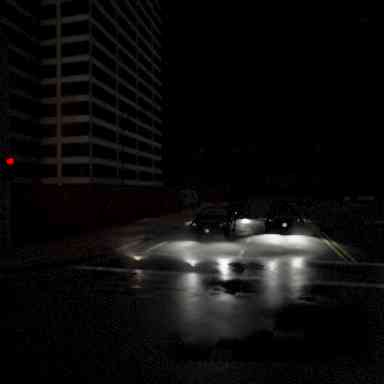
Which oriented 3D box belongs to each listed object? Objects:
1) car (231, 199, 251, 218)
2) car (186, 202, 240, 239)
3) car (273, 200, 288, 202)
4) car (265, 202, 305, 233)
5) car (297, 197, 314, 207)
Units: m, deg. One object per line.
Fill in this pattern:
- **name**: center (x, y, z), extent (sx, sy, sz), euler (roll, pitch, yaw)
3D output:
- **car**: center (4.040, 1.405, 28.665), extent (1.837, 1.490, 4.892), euler (0, 0, 14)
- **car**: center (1.220, 1.472, 17.291), extent (1.812, 1.442, 4.674), euler (0, 0, 13)
- **car**: center (7.889, 1.426, 29.630), extent (2.033, 1.411, 5.357), euler (0, 0, 14)
- **car**: center (5.210, 1.486, 18.913), extent (1.994, 1.385, 4.181), euler (0, 0, 14)
- **car**: center (16.126, 1.348, 47.569), extent (1.994, 1.385, 4.181), euler (0, 0, 12)
